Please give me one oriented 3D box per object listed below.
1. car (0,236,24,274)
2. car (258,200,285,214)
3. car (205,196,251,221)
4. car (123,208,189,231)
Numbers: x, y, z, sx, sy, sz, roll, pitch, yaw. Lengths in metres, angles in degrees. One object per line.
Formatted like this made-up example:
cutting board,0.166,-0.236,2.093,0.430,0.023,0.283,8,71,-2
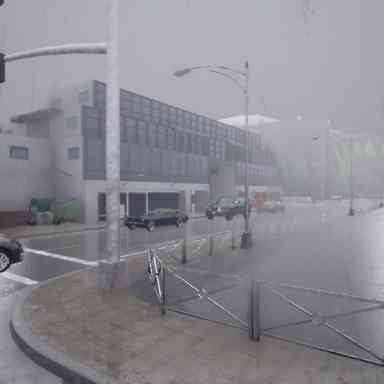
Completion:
car,-7.165,1.598,8.983,1.837,1.490,4.892,-1,-1,36
car,9.201,1.702,38.256,1.812,1.442,4.674,0,0,36
car,3.427,1.398,30.183,2.150,2.045,5.566,0,0,36
car,-2.303,1.777,22.153,1.895,1.301,4.718,0,0,35
